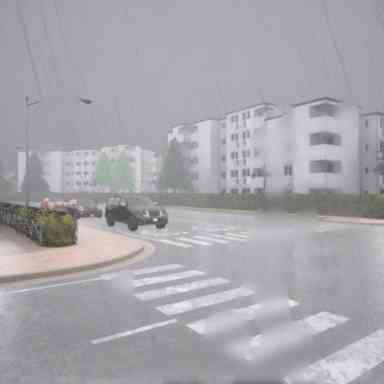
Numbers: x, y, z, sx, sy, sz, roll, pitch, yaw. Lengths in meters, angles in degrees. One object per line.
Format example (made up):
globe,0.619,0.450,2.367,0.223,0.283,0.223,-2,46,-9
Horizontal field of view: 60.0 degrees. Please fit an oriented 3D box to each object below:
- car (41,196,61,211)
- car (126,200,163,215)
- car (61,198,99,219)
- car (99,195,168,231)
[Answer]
car,-15.423,1.349,37.326,2.097,1.767,4.553,0,0,-36
car,-5.158,1.594,35.439,1.895,1.301,4.718,0,0,-36
car,-9.527,1.349,29.164,2.097,1.767,4.553,0,0,-36
car,-3.682,1.218,21.037,2.150,2.045,5.566,0,0,-36
